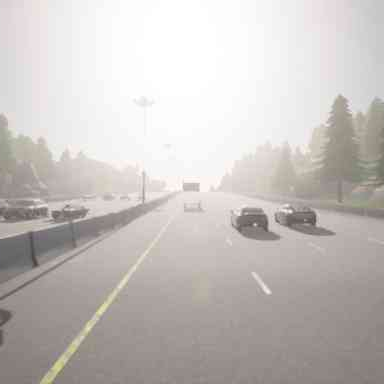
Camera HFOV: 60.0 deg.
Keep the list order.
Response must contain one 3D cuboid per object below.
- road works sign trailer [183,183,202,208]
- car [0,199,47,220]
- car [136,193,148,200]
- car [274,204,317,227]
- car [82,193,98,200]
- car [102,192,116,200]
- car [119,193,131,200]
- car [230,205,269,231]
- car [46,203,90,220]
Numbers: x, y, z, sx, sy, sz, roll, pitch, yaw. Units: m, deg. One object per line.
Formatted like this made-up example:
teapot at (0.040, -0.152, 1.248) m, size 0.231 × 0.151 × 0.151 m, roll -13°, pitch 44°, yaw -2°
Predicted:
road works sign trailer at (-0.027, 0.375, 46.871) m, size 2.380 × 3.560 × 2.880 m, roll 0°, pitch 1°, yaw -2°
car at (-14.086, 1.413, 28.528) m, size 2.097 × 1.767 × 4.553 m, roll 0°, pitch 0°, yaw 0°
car at (-10.500, 0.959, 70.161) m, size 1.812 × 1.442 × 4.674 m, roll 0°, pitch 1°, yaw 0°
car at (7.099, 1.575, 23.230) m, size 2.128 × 1.511 × 4.902 m, roll 0°, pitch 0°, yaw 0°
car at (-21.000, 0.923, 68.696) m, size 2.033 × 1.411 × 5.357 m, roll 0°, pitch 1°, yaw 0°
car at (-17.500, 0.787, 70.187) m, size 2.097 × 1.767 × 4.553 m, roll 0°, pitch 1°, yaw 0°
car at (-14.000, 0.958, 70.161) m, size 1.812 × 1.442 × 4.674 m, roll 0°, pitch 1°, yaw 0°
car at (3.600, 1.591, 21.320) m, size 1.837 × 1.490 × 4.892 m, roll 0°, pitch 0°, yaw 0°
car at (-10.591, 1.660, 29.160) m, size 1.895 × 1.301 × 4.718 m, roll 0°, pitch 0°, yaw 0°
